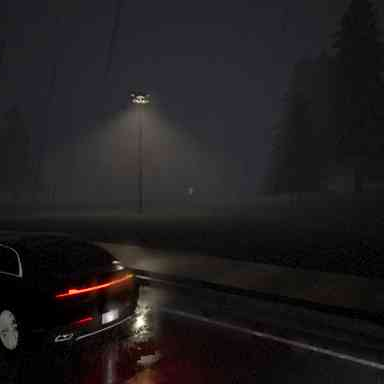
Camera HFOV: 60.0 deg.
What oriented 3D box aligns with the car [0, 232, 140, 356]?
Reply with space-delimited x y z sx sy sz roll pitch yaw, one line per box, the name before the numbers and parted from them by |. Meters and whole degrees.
car | -3.123 1.505 6.101 4.892 1.490 1.837 0 0 36
